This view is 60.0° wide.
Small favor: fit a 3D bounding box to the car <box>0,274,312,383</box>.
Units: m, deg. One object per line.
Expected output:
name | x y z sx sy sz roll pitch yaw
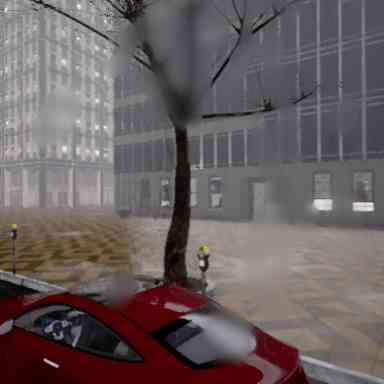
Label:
car | -0.914 1.577 3.533 4.206 1.307 1.802 0 0 35
